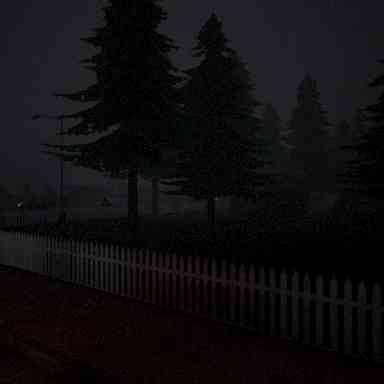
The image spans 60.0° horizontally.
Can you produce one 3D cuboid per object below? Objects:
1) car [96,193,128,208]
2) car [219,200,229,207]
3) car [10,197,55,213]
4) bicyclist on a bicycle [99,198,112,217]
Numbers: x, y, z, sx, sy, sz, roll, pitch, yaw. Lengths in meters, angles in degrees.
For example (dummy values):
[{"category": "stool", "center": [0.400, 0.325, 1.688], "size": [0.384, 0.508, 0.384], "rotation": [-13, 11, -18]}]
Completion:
[{"category": "car", "center": [-11.102, 1.220, 47.867], "size": [2.150, 2.045, 5.566], "rotation": [0, 0, 34]}, {"category": "car", "center": [4.278, 1.221, 51.479], "size": [2.150, 2.045, 5.566], "rotation": [0, 0, 34]}, {"category": "car", "center": [-18.052, 1.352, 37.661], "size": [2.097, 1.767, 4.553], "rotation": [0, 0, 34]}, {"category": "bicyclist on a bicycle", "center": [-7.200, 1.302, 27.864], "size": [1.656, 1.620, 0.582], "rotation": [0, 0, 34]}]
